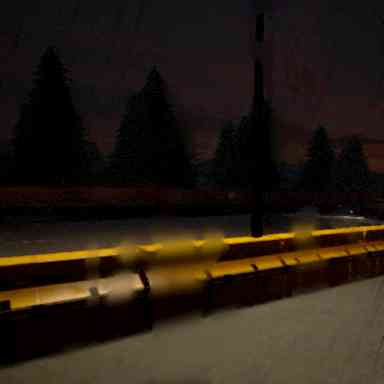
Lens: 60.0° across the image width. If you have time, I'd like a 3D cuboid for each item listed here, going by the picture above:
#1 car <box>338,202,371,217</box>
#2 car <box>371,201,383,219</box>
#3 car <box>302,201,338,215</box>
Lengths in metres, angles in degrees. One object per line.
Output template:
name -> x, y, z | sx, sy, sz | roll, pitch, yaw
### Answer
car -> 16.390, 1.667, 32.177 | 4.181, 1.385, 1.994 | 1, 0, -38
car -> 18.278, 1.360, 29.179 | 5.566, 2.045, 2.150 | 1, 0, -38
car -> 13.627, 1.607, 34.389 | 5.357, 1.411, 2.033 | 1, 0, -38
